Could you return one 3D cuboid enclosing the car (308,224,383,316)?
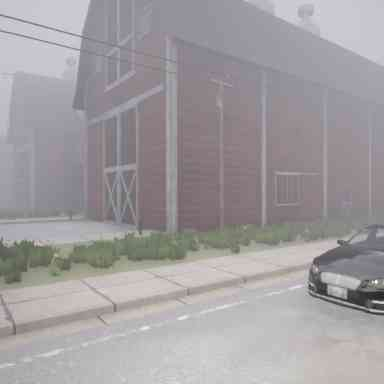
[{"bbox_3d":[4.521,1.464,7.216,4.902,1.511,2.128,0,0,-36],"label":"car"}]
